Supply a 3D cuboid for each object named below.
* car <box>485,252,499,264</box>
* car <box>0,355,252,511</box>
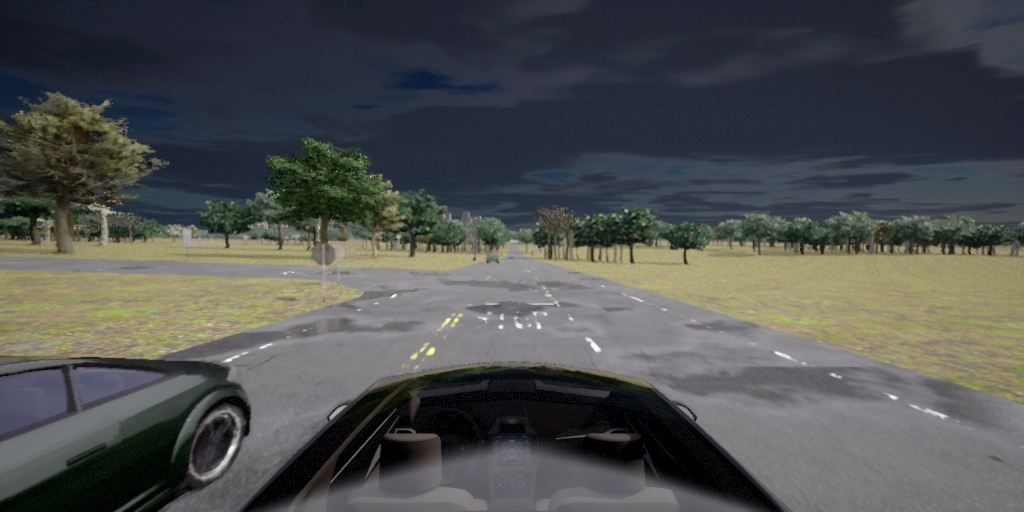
[{"bbox_3d":[-3.484,0.396,63.732,2.150,2.045,5.566,0,1,0],"label":"car"},{"bbox_3d":[-3.502,1.317,1.723,1.994,1.385,4.181,0,1,0],"label":"car"}]
